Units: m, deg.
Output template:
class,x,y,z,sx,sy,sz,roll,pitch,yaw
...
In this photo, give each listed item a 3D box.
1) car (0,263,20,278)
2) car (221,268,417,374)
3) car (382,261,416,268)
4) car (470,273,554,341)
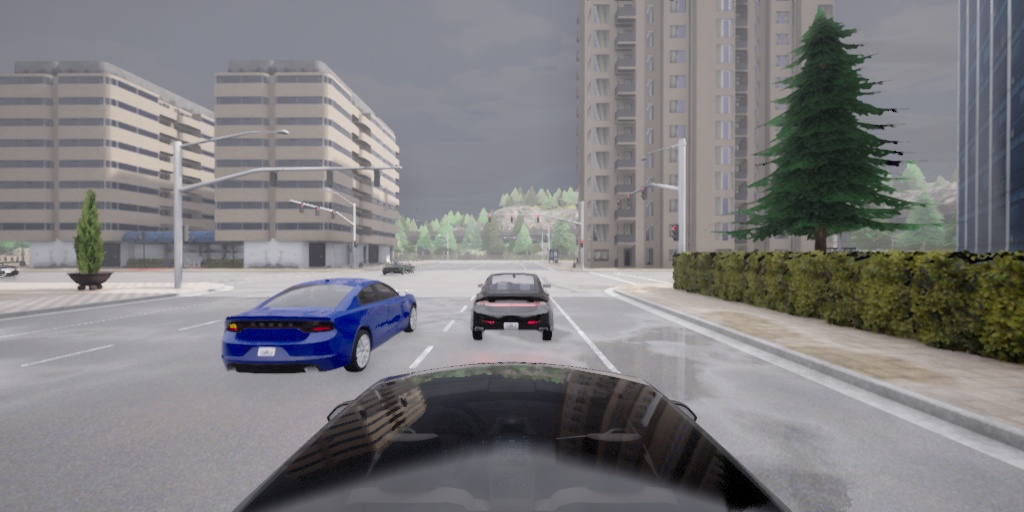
class,x,y,z,sx,sy,sz,roll,pitch,yaw
car,-43.159,1.049,29.058,4.902,1.511,2.128,0,0,1
car,-3.449,1.186,7.549,1.882,1.535,5.008,0,0,1
car,-10.496,1.134,33.485,1.895,1.301,4.718,0,0,0
car,0.049,1.185,9.692,2.128,1.511,4.902,0,0,2
